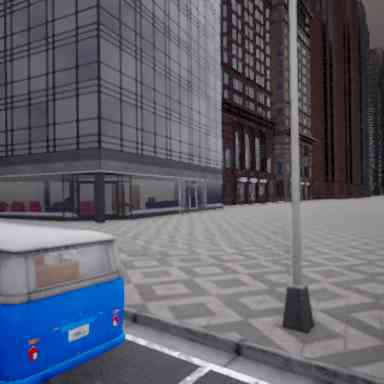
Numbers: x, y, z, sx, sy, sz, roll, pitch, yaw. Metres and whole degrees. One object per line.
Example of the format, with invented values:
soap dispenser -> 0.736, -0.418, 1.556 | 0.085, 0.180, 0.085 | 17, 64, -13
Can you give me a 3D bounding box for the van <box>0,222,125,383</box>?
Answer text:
van -> -2.787, 1.366, 4.846 | 3.998, 1.788, 1.690 | 0, -1, 35
